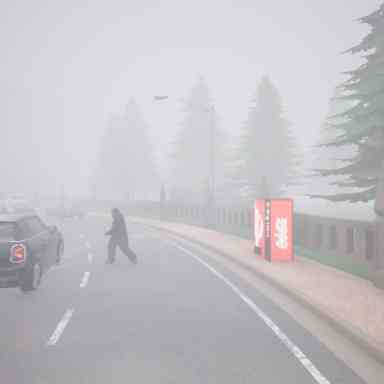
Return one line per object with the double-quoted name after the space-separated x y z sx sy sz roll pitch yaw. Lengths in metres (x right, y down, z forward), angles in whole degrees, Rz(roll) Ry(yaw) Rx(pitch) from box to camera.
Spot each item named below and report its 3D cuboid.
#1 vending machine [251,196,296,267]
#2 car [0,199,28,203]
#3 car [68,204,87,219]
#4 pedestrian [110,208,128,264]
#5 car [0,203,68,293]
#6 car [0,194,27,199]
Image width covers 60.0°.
2.573 1.195 10.562 1.100 2.100 0.880 0 0 -14 "vending machine"
-13.167 1.525 25.232 1.812 1.442 4.674 0 0 -39 "car"
-10.570 1.600 27.683 1.895 1.301 4.718 0 0 -41 "car"
-2.228 1.294 10.093 0.375 1.860 0.375 0 0 -14 "pedestrian"
-4.826 1.352 8.809 2.097 1.767 4.553 0 0 -12 "car"
-20.236 1.221 36.568 5.566 2.045 2.150 0 0 35 "car"
